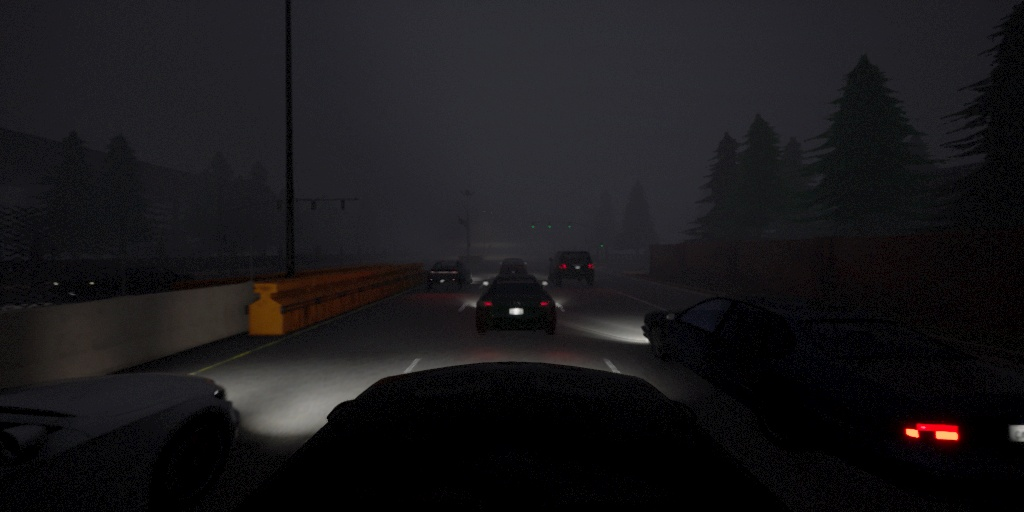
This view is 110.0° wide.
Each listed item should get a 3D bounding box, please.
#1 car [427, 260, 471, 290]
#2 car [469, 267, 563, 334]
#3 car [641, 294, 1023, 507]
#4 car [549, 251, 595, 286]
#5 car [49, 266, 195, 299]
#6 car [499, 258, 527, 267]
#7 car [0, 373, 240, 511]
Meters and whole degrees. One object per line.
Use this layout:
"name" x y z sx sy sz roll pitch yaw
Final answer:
"car" -3.413 0.987 19.976 2.128 1.511 4.902 0 1 0
"car" 0.095 1.197 10.147 1.994 1.385 4.181 0 1 0
"car" 3.598 1.251 5.014 2.033 1.411 5.357 0 1 0
"car" 3.585 0.685 22.269 2.150 2.045 5.566 0 1 0
"car" -17.511 1.158 16.474 1.895 1.301 4.718 0 1 0
"car" 0.082 0.883 26.507 1.882 1.535 5.008 0 1 0
"car" -3.400 1.281 1.299 1.812 1.442 4.674 0 1 0
